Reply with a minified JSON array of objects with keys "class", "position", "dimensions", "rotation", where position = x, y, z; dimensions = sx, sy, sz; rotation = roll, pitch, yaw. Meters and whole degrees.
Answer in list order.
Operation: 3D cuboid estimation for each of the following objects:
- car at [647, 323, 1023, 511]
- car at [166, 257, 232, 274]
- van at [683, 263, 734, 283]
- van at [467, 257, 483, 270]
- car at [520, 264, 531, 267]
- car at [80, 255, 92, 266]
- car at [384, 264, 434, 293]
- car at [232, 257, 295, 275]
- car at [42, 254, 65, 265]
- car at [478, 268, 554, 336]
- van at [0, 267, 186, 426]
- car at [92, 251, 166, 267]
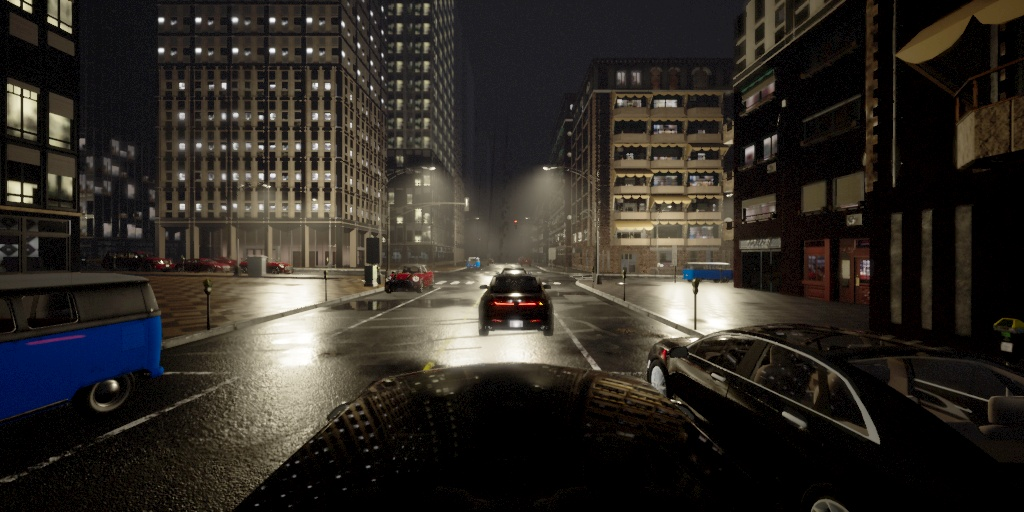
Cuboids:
[{"class":"car","position":[2.692,1.300,3.280],"dimensions":[2.007,1.370,4.403],"rotation":[0,0,0]},{"class":"car","position":[-26.718,0.857,30.983],"dimensions":[4.207,1.307,1.802],"rotation":[0,0,0]},{"class":"van","position":[16.915,1.457,30.943],"dimensions":[3.998,1.789,1.690],"rotation":[0,0,0]},{"class":"van","position":[-5.686,1.105,52.701],"dimensions":[1.690,1.789,3.998],"rotation":[0,0,0]},{"class":"car","position":[0.102,1.316,19.157],"dimensions":[1.994,1.385,4.181],"rotation":[0,0,0]},{"class":"car","position":[-43.696,0.466,39.327],"dimensions":[4.829,1.417,1.751],"rotation":[0,0,0]},{"class":"car","position":[-5.688,1.192,20.227],"dimensions":[1.967,1.591,4.097],"rotation":[0,0,0]},{"class":"car","position":[-21.144,0.822,30.995],"dimensions":[4.097,1.591,1.967],"rotation":[0,0,0]},{"class":"car","position":[-49.102,0.399,39.315],"dimensions":[4.313,1.339,1.948],"rotation":[0,0,0]},{"class":"car","position":[0.102,1.255,10.364],"dimensions":[1.837,1.490,4.892],"rotation":[0,0,0]},{"class":"van","position":[-5.688,1.091,3.281],"dimensions":[1.690,1.789,3.998],"rotation":[0,0,0]},{"class":"car","position":[-32.292,0.482,30.971],"dimensions":[5.009,1.841,2.192],"rotation":[0,0,0]}]
